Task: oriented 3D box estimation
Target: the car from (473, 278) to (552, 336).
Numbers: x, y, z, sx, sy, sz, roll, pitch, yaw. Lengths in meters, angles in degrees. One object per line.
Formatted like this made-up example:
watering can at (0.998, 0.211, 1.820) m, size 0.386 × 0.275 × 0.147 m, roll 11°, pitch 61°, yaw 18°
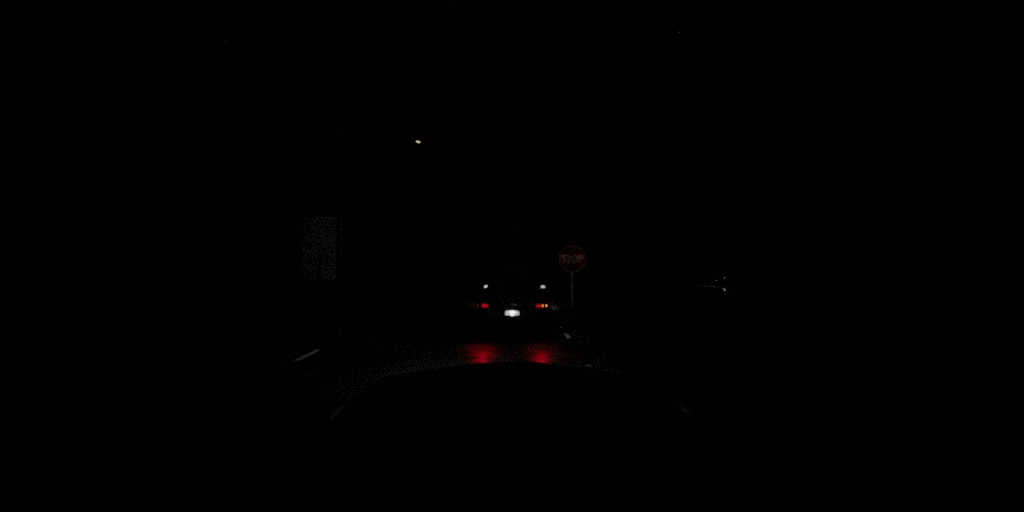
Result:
car at (0.067, 1.315, 10.459) m, size 1.994 × 1.385 × 4.181 m, roll 0°, pitch 0°, yaw 2°

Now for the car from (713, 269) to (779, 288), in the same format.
car at (18.689, 1.719, 28.688) m, size 4.674 × 1.442 × 1.812 m, roll 1°, pitch -1°, yaw 0°
